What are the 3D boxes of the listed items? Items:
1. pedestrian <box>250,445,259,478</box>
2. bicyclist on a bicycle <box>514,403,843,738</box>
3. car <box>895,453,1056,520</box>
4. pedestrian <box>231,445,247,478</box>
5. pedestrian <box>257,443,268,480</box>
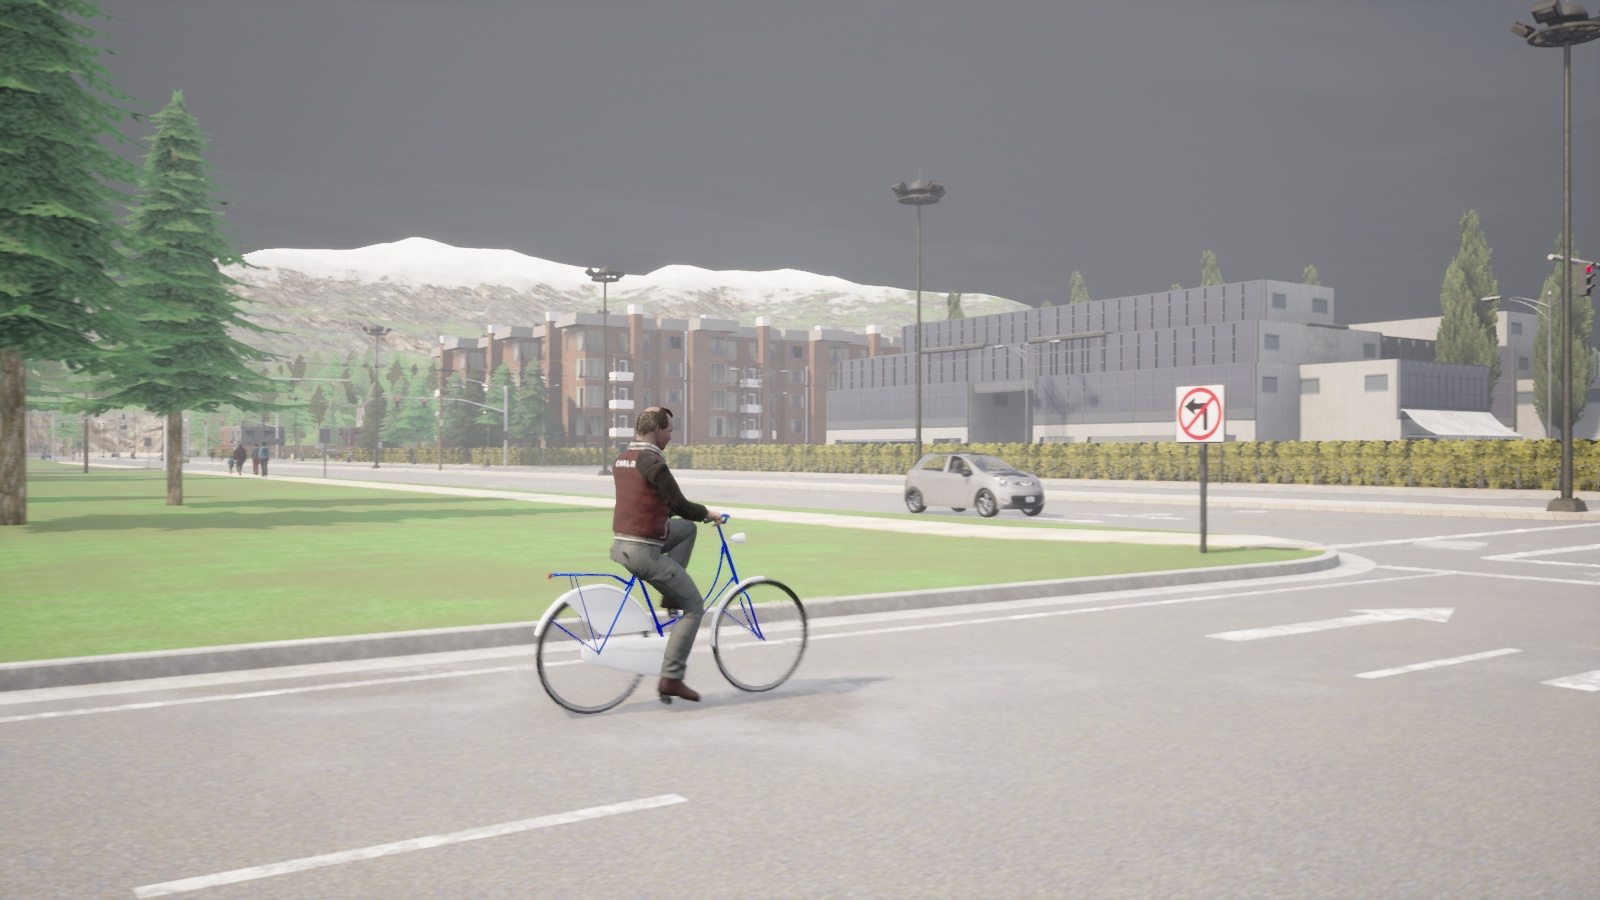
[{"bbox_3d":[-30.695,0.622,70.639,0.353,1.847,0.614,0,0,-34],"label":"pedestrian"},{"bbox_3d":[-0.687,0.635,7.445,1.843,1.776,0.659,0,0,-35],"label":"bicyclist on a bicycle"},{"bbox_3d":[4.151,0.824,30.164,1.845,1.501,3.633,0,0,-36],"label":"car"},{"bbox_3d":[-31.256,0.621,69.947,0.634,1.844,0.899,0,0,-35],"label":"pedestrian"},{"bbox_3d":[-27.899,0.603,65.205,0.396,1.930,0.692,0,0,-32],"label":"pedestrian"}]
